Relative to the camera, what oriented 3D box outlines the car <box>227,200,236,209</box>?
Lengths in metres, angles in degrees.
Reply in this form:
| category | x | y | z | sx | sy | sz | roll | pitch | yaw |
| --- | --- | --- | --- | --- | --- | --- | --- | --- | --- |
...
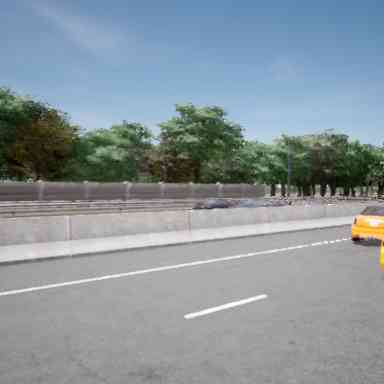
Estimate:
| category | x | y | z | sx | sy | sz | roll | pitch | yaw |
| --- | --- | --- | --- | --- | --- | --- | --- | --- | --- |
| car | 6.549 | 1.467 | 34.455 | 5.357 | 1.411 | 2.033 | 0 | 0 | -35 |

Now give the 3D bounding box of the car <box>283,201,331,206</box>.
| category | x | y | z | sx | sy | sz | roll | pitch | yaw |
| --- | --- | --- | --- | --- | --- | --- | --- | --- | --- |
| car | 10.619 | 1.466 | 28.761 | 5.357 | 1.411 | 2.033 | 0 | 0 | -35 |

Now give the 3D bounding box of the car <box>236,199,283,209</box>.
| category | x | y | z | sx | sy | sz | roll | pitch | yaw |
| --- | --- | --- | --- | --- | --- | --- | --- | --- | --- |
| car | 6.773 | 1.417 | 30.314 | 4.902 | 1.511 | 2.128 | 0 | 0 | -35 |

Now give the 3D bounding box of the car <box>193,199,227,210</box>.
| category | x | y | z | sx | sy | sz | roll | pitch | yaw |
| --- | --- | --- | --- | --- | --- | --- | --- | --- | --- |
| car | 2.709 | 1.474 | 36.016 | 5.357 | 1.411 | 2.033 | 0 | 0 | -35 |

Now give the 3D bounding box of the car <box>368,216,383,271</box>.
| category | x | y | z | sx | sy | sz | roll | pitch | yaw |
| --- | --- | --- | --- | --- | --- | --- | --- | --- | --- |
| car | 6.969 | 1.442 | 8.840 | 5.008 | 1.535 | 1.882 | 0 | 0 | -36 |

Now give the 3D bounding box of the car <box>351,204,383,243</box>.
| category | x | y | z | sx | sy | sz | roll | pitch | yaw |
| --- | --- | --- | --- | --- | --- | --- | --- | --- | --- |
| car | 9.054 | 1.299 | 14.628 | 4.553 | 1.767 | 2.097 | 0 | 0 | -36 |
